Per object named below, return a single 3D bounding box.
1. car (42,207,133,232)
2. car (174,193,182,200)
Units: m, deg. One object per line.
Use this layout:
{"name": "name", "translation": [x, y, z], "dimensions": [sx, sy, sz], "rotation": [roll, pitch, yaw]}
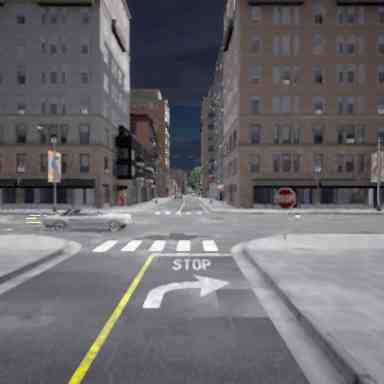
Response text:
{"name": "car", "translation": [-5.759, 1.518, 18.795], "dimensions": [4.718, 1.301, 1.895], "rotation": [0, 0, 0]}
{"name": "car", "translation": [-3.102, 0.928, 75.868], "dimensions": [2.128, 1.511, 4.902], "rotation": [0, 0, -2]}
